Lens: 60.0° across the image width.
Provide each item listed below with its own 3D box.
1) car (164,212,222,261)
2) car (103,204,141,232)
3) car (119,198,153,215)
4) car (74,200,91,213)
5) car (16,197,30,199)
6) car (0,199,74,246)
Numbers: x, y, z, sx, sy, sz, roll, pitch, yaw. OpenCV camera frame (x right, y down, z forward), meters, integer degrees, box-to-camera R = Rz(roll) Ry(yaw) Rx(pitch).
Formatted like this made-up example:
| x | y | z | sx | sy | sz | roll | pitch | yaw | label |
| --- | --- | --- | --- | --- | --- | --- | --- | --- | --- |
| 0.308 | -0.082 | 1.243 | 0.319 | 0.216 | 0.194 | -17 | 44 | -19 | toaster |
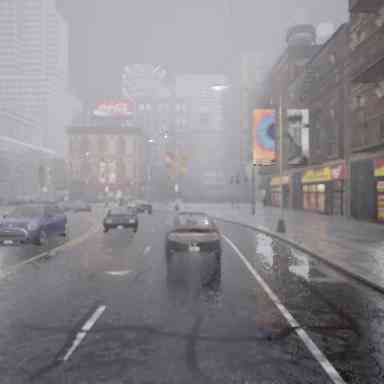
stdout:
| x | y | z | sx | sy | sz | roll | pitch | yaw | label |
| --- | --- | --- | --- | --- | --- | --- | --- | --- | --- |
| -0.017 | 1.507 | 12.426 | 2.128 | 1.511 | 4.902 | 0 | 0 | -2 | car |
| -4.268 | 1.626 | 20.235 | 1.895 | 1.301 | 4.718 | 0 | 0 | -10 | car |
| -5.494 | 1.546 | 33.414 | 1.837 | 1.490 | 4.892 | 1 | 0 | -28 | car |
| -13.337 | 1.611 | 38.435 | 1.994 | 1.385 | 4.181 | 0 | 0 | -41 | car |
| -29.274 | 1.589 | 56.971 | 4.674 | 1.452 | 2.002 | 0 | 0 | 20 | car |
| -7.297 | 1.370 | 15.229 | 2.097 | 1.767 | 4.553 | 0 | 0 | -3 | car |
